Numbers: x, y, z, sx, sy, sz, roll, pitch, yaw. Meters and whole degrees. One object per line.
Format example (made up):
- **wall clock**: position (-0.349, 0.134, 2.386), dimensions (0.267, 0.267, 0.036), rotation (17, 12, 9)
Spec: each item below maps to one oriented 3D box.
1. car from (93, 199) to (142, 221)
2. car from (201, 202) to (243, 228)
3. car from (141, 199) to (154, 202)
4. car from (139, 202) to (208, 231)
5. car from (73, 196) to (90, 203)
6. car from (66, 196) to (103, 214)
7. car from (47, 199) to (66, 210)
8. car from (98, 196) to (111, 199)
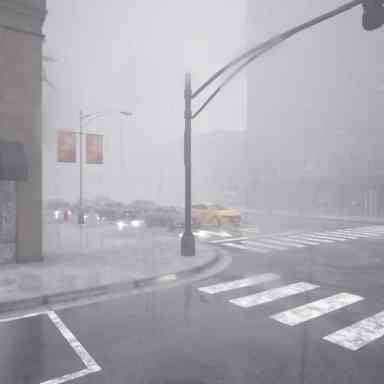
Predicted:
- **car**: position (-6.144, 1.529, 27.241), dimensions (1.994, 1.385, 4.181), rotation (0, 0, -37)
- **car**: position (1.284, 1.451, 22.504), dimensions (1.882, 1.535, 5.008), rotation (0, 0, -35)
- **car**: position (-4.264, 1.463, 30.203), dimensions (1.837, 1.490, 4.892), rotation (0, 0, -36)
- **car**: position (-1.224, 1.541, 20.424), dimensions (1.994, 1.385, 4.181), rotation (0, 0, -36)
- **car**: position (-22.041, 1.451, 66.332), dimensions (1.994, 1.385, 4.181), rotation (0, 0, -36)
- **car**: position (-11.069, 1.477, 34.108), dimensions (1.812, 1.442, 4.674), rotation (0, 0, -36)
- **car**: position (-17.054, 1.537, 42.459), dimensions (1.895, 1.301, 4.718), rotation (0, 0, -35)
- **car**: position (-10.250, 1.295, 38.529), dimensions (2.097, 1.767, 4.553), rotation (0, 0, -36)
